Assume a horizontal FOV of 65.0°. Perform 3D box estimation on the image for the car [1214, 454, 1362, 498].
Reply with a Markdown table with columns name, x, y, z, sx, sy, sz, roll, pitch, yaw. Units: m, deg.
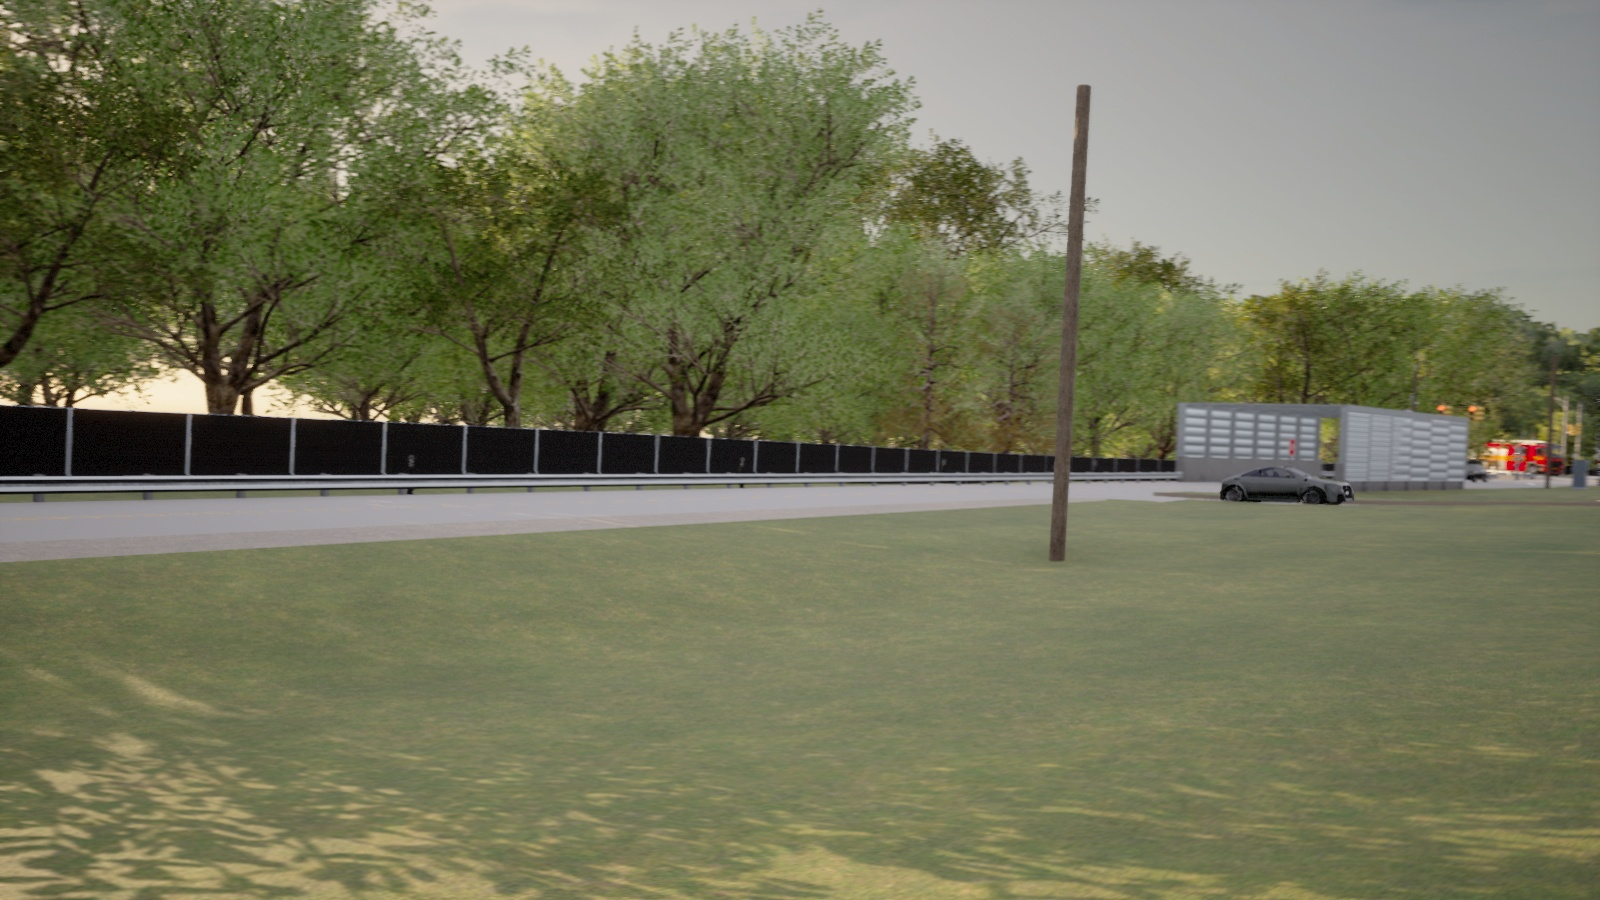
| name | x | y | z | sx | sy | sz | roll | pitch | yaw |
| --- | --- | --- | --- | --- | --- | --- | --- | --- | --- |
| car | 16.410 | 0.851 | 42.340 | 4.181 | 1.385 | 1.994 | -1 | 0 | 42 |
